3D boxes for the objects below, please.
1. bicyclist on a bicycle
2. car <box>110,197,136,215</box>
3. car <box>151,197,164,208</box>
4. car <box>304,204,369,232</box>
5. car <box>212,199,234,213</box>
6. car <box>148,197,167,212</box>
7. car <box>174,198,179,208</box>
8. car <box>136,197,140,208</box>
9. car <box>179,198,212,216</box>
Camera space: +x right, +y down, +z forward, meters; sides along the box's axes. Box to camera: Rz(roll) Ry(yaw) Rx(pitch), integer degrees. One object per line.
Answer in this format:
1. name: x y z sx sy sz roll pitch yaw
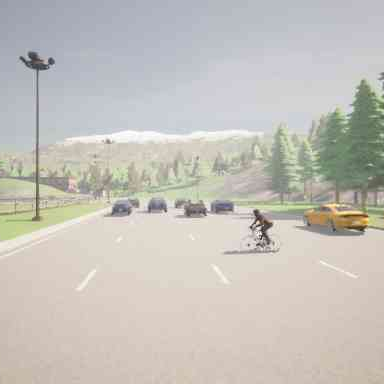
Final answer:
1. bicyclist on a bicycle: 2.521 1.454 12.227 1.656 1.620 0.582 -1 0 -15
2. car: -7.004 1.526 33.692 1.812 1.442 4.674 0 0 -6
3. car: -5.002 1.526 47.902 1.812 1.442 4.674 0 0 -7
4. car: 8.490 1.477 20.048 1.882 1.535 5.008 0 0 -6
5. car: 3.250 1.477 36.564 1.882 1.535 5.008 0 0 -6
6. car: -3.947 1.352 38.021 2.097 1.767 4.553 0 0 -6
7. car: -1.512 1.526 48.274 1.812 1.442 4.674 0 0 -6
8. car: -8.488 1.491 47.671 2.128 1.511 4.902 0 0 -6
9. car: 0.226 1.491 31.878 2.128 1.511 4.902 0 0 -6
